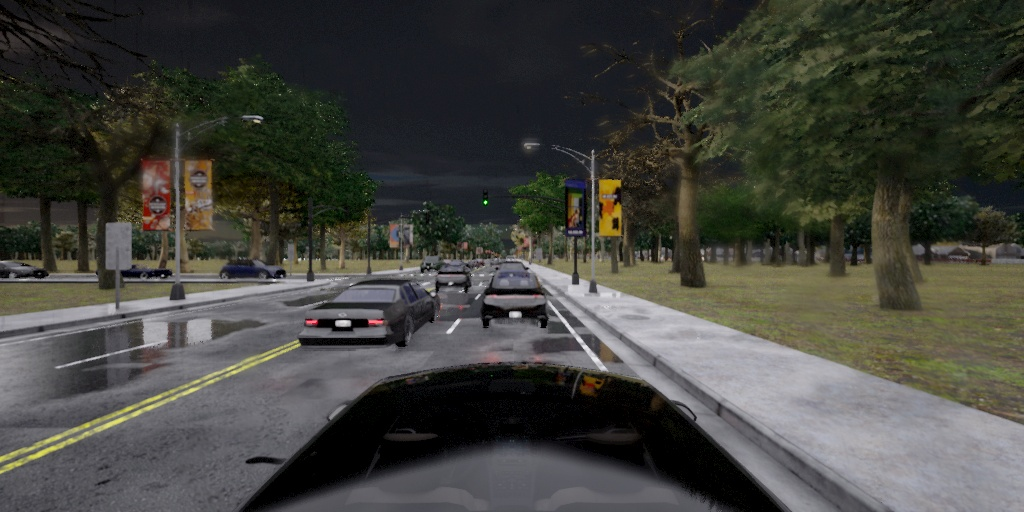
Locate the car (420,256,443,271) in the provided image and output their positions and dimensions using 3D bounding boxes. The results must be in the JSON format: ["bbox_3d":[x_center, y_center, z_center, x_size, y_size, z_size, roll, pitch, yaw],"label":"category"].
[{"bbox_3d":[-9.966,0.990,45.292,2.150,2.045,5.566,0,0,0],"label":"car"}]

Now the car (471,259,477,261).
[{"bbox_3d":[-6.748,1.376,53.096,1.895,1.301,4.718,0,0,0],"label":"car"}]

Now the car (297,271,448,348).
[{"bbox_3d":[-3.167,1.299,9.157,2.033,1.411,5.357,0,0,-1],"label":"car"}]

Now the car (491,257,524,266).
[{"bbox_3d":[0.014,1.108,22.668,2.097,1.767,4.553,0,0,0],"label":"car"}]

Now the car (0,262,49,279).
[{"bbox_3d":[-41.527,1.219,29.653,4.892,1.490,1.837,0,0,0],"label":"car"}]

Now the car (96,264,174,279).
[{"bbox_3d":[-31.103,1.325,29.668,4.718,1.301,1.895,0,0,0],"label":"car"}]

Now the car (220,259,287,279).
[{"bbox_3d":[-21.328,1.089,29.708,4.553,1.767,2.097,0,0,-1],"label":"car"}]

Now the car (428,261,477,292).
[{"bbox_3d":[-3.398,1.247,21.277,2.128,1.511,4.902,0,0,-4],"label":"car"}]

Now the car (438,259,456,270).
[{"bbox_3d":[-10.001,1.255,55.277,1.882,1.535,5.008,0,0,0],"label":"car"}]

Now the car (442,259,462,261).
[{"bbox_3d":[-6.724,1.314,43.507,2.033,1.411,5.357,0,0,0],"label":"car"}]

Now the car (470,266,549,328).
[{"bbox_3d":[0.072,1.244,11.359,2.128,1.511,4.902,0,0,0],"label":"car"}]

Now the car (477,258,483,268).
[{"bbox_3d":[-6.747,1.351,63.107,1.994,1.385,4.181,0,0,1],"label":"car"}]
